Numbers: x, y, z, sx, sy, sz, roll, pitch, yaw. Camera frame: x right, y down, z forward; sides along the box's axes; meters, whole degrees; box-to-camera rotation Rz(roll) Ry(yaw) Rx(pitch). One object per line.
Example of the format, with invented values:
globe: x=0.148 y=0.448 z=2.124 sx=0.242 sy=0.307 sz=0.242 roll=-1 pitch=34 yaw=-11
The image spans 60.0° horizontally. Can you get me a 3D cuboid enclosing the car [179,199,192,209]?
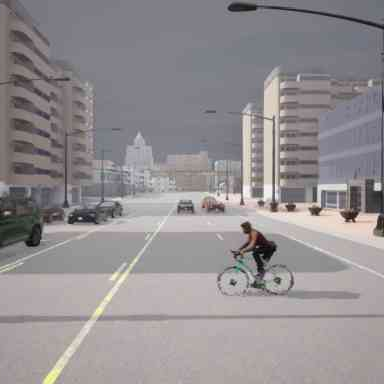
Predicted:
car: x=-0.936 y=1.728 z=48.143 sx=1.895 sy=1.301 sz=4.718 roll=0 pitch=0 yaw=-1

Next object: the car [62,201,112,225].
car: x=-7.516 y=1.608 z=24.266 sx=1.994 sy=1.385 sz=4.181 roll=0 pitch=0 yaw=-1

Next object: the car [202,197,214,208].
car: x=2.540 y=1.481 z=49.137 sx=2.097 sy=1.767 sz=4.553 roll=0 pitch=0 yaw=-1

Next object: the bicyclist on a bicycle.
bicyclist on a bicycle: x=1.349 y=1.451 z=7.138 sx=1.656 sy=1.620 sz=0.582 roll=-2 pitch=0 yaw=-1

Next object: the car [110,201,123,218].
car: x=-7.705 y=1.544 z=30.771 sx=1.882 sy=1.535 sz=5.008 roll=0 pitch=0 yaw=0

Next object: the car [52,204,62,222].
car: x=-11.027 y=1.610 z=24.868 sx=1.994 sy=1.385 sz=4.181 roll=0 pitch=0 yaw=-1

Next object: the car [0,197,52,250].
car: x=-7.340 y=1.221 z=11.984 sx=2.150 sy=2.045 sz=5.566 roll=0 pitch=0 yaw=-2

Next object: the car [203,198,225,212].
car: x=2.751 y=1.698 z=39.731 sx=1.895 sy=1.301 sz=4.718 roll=0 pitch=0 yaw=-1

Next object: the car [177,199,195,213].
car: x=-0.716 y=1.583 z=38.180 sx=2.128 sy=1.511 sz=4.902 roll=0 pitch=0 yaw=-1
